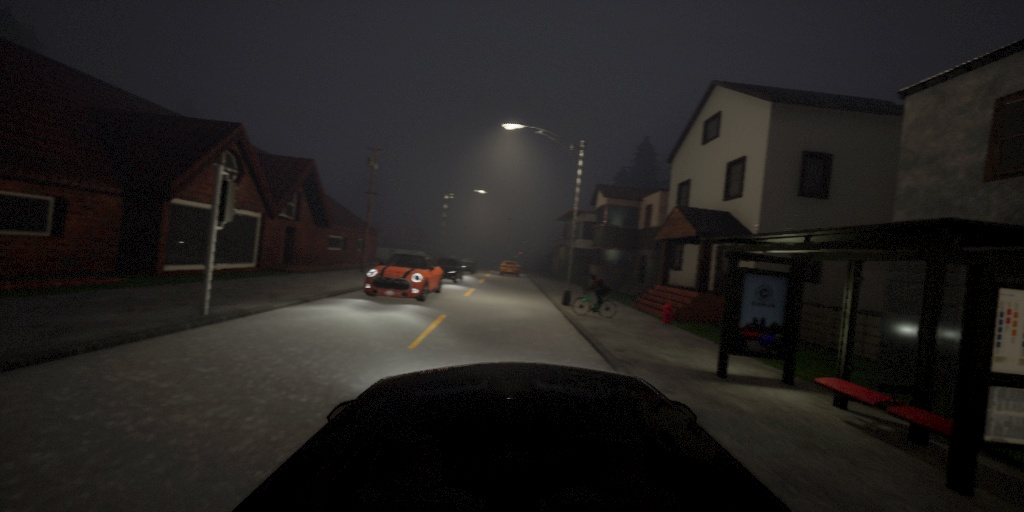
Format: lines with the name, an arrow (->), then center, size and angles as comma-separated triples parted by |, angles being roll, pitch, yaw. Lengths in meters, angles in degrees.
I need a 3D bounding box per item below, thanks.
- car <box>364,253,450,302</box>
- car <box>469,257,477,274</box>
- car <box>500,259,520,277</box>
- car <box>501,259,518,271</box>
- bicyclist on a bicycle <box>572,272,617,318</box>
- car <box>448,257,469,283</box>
car -> -4.137, 0.677, 14.452 | 2.097, 1.767, 4.553 | 6, 0, -1
car -> -4.337, 0.829, 33.679 | 2.128, 1.511, 4.902 | 6, 0, 0
car -> -0.228, 1.263, 37.288 | 1.882, 1.535, 5.008 | 6, 0, -1
car -> -0.397, 1.285, 52.293 | 2.128, 1.511, 4.902 | 6, 0, -1
bicyclist on a bicycle -> 3.061, 1.435, 13.117 | 1.656, 1.620, 0.582 | 6, 0, -1
car -> -4.249, 0.835, 23.502 | 1.837, 1.490, 4.892 | 6, 0, -1
